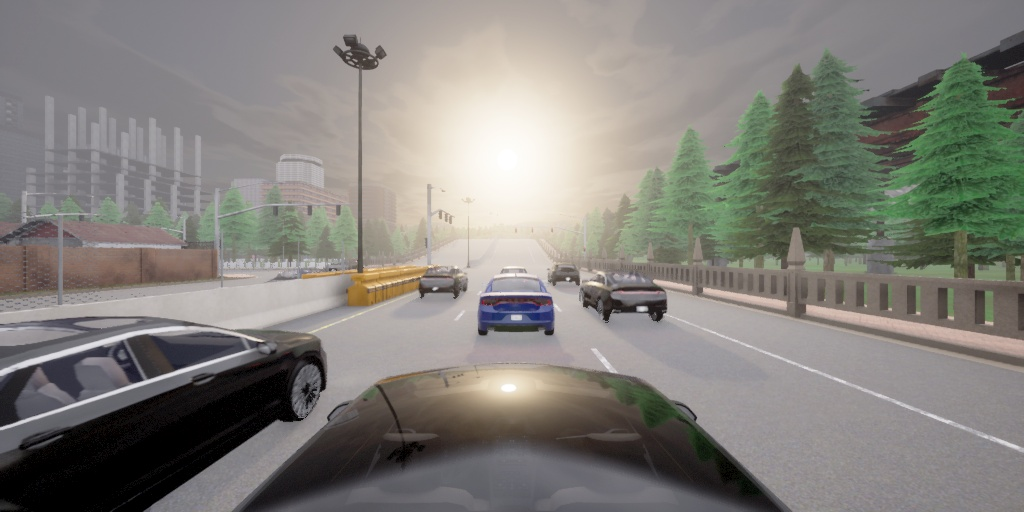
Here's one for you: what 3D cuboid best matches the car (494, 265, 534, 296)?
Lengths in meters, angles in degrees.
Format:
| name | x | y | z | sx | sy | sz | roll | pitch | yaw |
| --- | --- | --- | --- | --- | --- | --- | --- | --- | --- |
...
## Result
| name | x | y | z | sx | sy | sz | roll | pitch | yaw |
| --- | --- | --- | --- | --- | --- | --- | --- | --- | --- |
| car | 0.106 | 1.297 | 20.568 | 2.033 | 1.411 | 5.357 | 0 | 0 | 0 |

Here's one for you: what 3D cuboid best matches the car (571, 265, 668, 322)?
| name | x | y | z | sx | sy | sz | roll | pitch | yaw |
| --- | --- | --- | --- | --- | --- | --- | --- | --- | --- |
| car | 3.604 | 1.242 | 12.333 | 2.128 | 1.511 | 4.902 | 0 | 0 | 0 |

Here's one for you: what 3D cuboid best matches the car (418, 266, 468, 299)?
| name | x | y | z | sx | sy | sz | roll | pitch | yaw |
| --- | --- | --- | --- | --- | --- | --- | --- | --- | --- |
| car | -3.394 | 1.242 | 18.321 | 2.128 | 1.511 | 4.902 | 0 | 0 | 0 |

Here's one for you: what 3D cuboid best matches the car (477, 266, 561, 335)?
| name | x | y | z | sx | sy | sz | roll | pitch | yaw |
| --- | --- | --- | --- | --- | --- | --- | --- | --- | --- |
| car | 0.100 | 1.228 | 10.497 | 1.882 | 1.535 | 5.008 | 0 | 0 | 0 |

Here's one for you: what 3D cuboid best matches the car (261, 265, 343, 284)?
| name | x | y | z | sx | sy | sz | roll | pitch | yaw |
| --- | --- | --- | --- | --- | --- | --- | --- | --- | --- |
| car | -10.580 | 1.314 | 18.020 | 1.994 | 1.385 | 4.181 | 0 | 0 | 0 |

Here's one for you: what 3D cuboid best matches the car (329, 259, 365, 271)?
| name | x | y | z | sx | sy | sz | roll | pitch | yaw |
| --- | --- | --- | --- | --- | --- | --- | --- | --- | --- |
| car | -13.990 | 0.957 | 29.990 | 1.994 | 1.385 | 4.181 | 0 | 0 | 0 |

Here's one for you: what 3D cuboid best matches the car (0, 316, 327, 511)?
| name | x | y | z | sx | sy | sz | roll | pitch | yaw |
| --- | --- | --- | --- | --- | --- | --- | --- | --- | --- |
| car | -3.402 | 1.242 | 2.889 | 2.128 | 1.511 | 4.902 | 0 | 0 | 0 |

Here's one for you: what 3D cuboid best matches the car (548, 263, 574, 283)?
| name | x | y | z | sx | sy | sz | roll | pitch | yaw |
| --- | --- | --- | --- | --- | --- | --- | --- | --- | --- |
| car | 3.608 | 1.251 | 25.480 | 1.837 | 1.490 | 4.892 | 0 | -1 | 0 |
